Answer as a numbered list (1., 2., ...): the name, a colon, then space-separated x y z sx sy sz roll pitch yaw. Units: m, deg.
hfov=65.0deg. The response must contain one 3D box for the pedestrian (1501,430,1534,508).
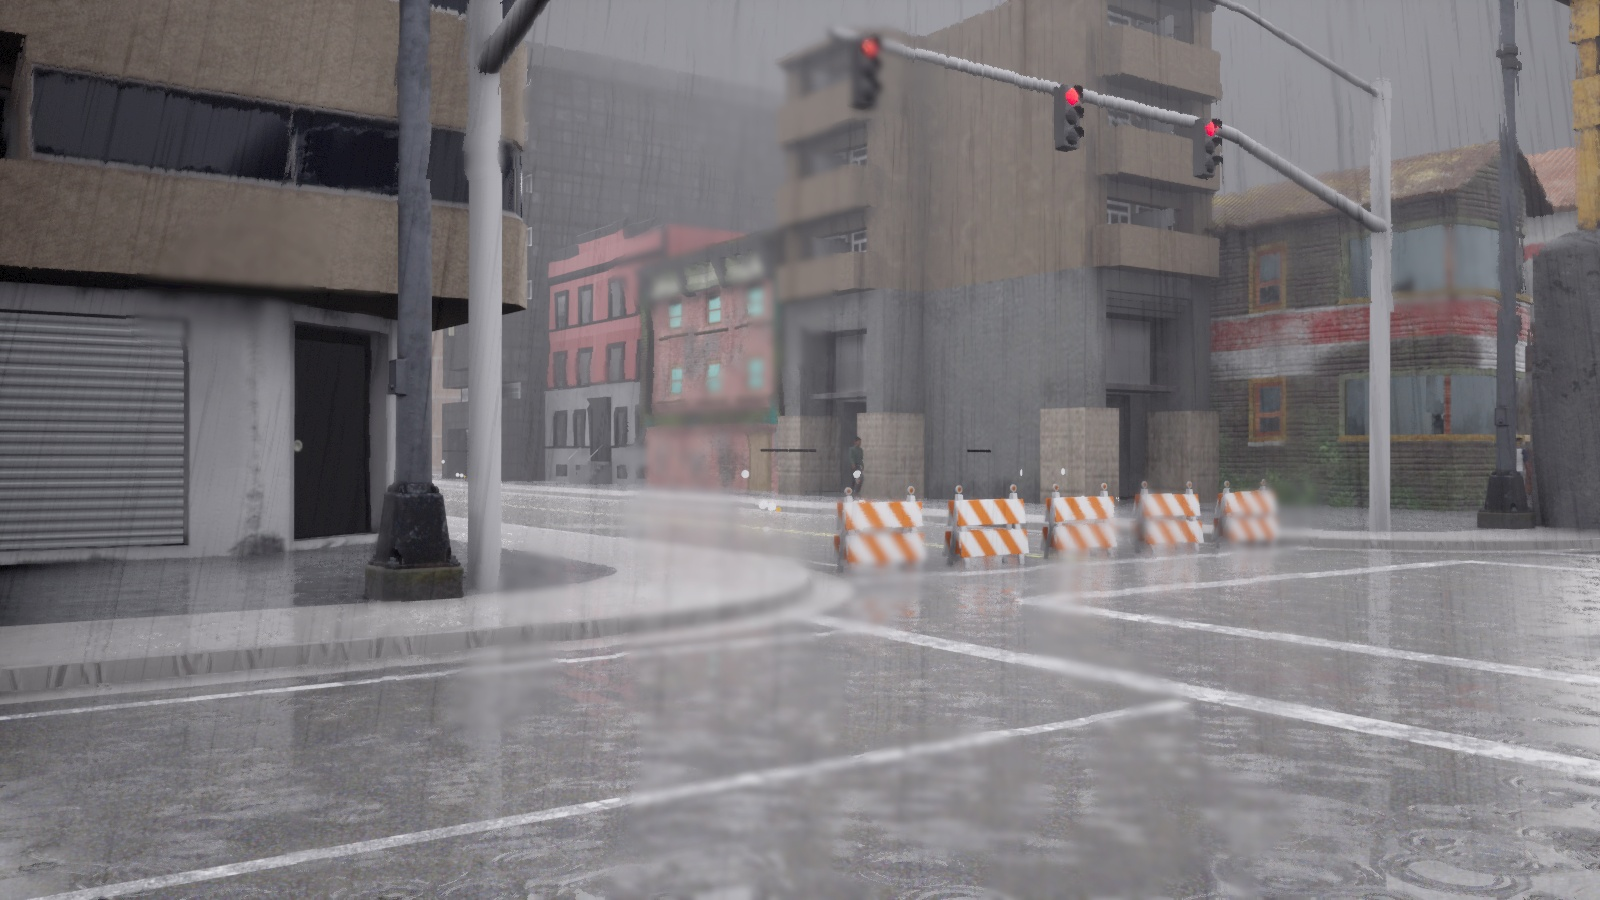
1. pedestrian: 17.038 0.447 29.803 0.706 1.836 0.354 0 0 -28

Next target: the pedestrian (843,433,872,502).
1. pedestrian: 1.666 0.495 36.190 0.423 1.949 0.788 0 0 -37
